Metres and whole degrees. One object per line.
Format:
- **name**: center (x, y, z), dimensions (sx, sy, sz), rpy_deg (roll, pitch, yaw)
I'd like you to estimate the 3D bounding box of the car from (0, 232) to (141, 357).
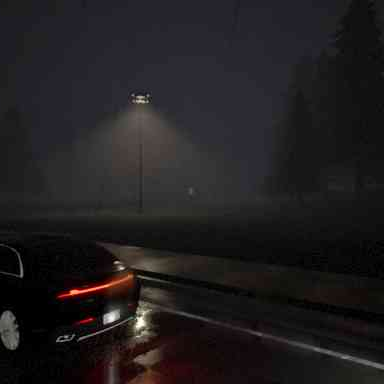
- **car**: center (-3.098, 1.504, 6.080), dimensions (4.892, 1.490, 1.837), rpy_deg (0, 0, 36)
